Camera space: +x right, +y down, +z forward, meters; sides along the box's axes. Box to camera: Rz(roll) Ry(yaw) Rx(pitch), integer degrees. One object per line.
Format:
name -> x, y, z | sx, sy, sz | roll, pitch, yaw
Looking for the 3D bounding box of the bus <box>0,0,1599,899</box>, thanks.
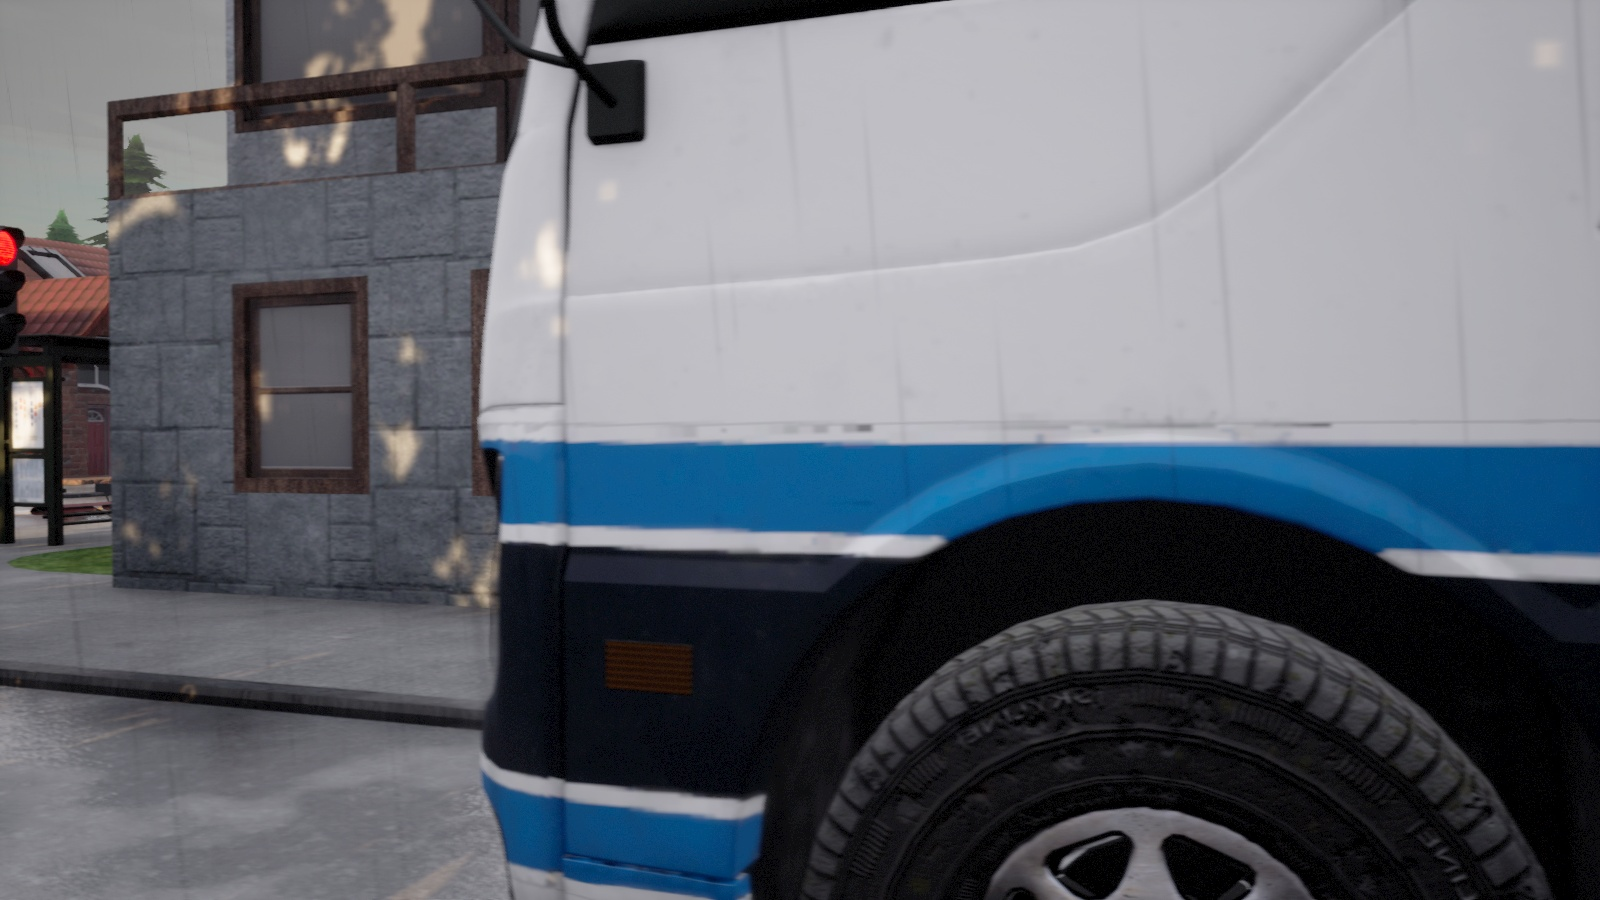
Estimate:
bus -> 3.883, -0.570, 2.379 | 10.273, 4.253, 3.944 | 1, 1, 20
